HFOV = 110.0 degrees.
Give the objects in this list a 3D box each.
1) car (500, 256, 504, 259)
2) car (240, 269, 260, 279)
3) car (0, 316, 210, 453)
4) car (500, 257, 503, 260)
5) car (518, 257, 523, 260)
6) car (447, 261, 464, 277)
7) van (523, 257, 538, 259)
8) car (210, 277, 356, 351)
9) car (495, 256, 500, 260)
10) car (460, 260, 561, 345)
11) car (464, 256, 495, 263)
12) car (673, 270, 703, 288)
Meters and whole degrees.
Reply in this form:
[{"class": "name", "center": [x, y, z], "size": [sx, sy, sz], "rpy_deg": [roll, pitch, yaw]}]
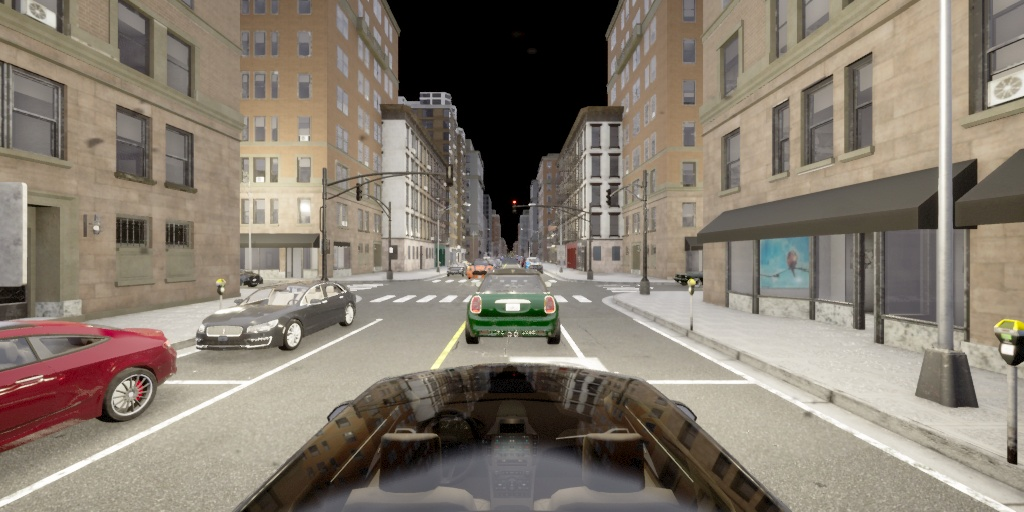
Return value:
[{"class": "car", "center": [-2.810, 1.267, 65.031], "size": [1.812, 1.442, 4.674], "rpy_deg": [0, 0, 1]}, {"class": "car", "center": [-17.145, 1.223, 21.094], "size": [4.181, 1.385, 1.994], "rpy_deg": [0, 0, 0]}, {"class": "car", "center": [-5.389, 1.332, 3.179], "size": [1.802, 1.307, 4.207], "rpy_deg": [0, 0, 0]}, {"class": "car", "center": [-2.830, 1.249, 54.545], "size": [1.837, 1.490, 4.892], "rpy_deg": [0, 0, 0]}, {"class": "car", "center": [2.639, 1.056, 62.769], "size": [2.192, 1.841, 5.009], "rpy_deg": [0, 0, 0]}, {"class": "car", "center": [-5.394, 1.296, 35.736], "size": [2.007, 1.370, 4.403], "rpy_deg": [0, 0, 0]}, {"class": "van", "center": [2.636, 1.085, 46.550], "size": [1.690, 1.789, 3.998], "rpy_deg": [0, 0, 0]}, {"class": "car", "center": [-5.389, 1.300, 8.860], "size": [2.007, 1.370, 4.403], "rpy_deg": [0, 0, 0]}, {"class": "car", "center": [-2.842, 1.096, 43.374], "size": [2.097, 1.767, 4.553], "rpy_deg": [0, 0, 0]}, {"class": "car", "center": [0.040, 1.102, 9.703], "size": [2.097, 1.767, 4.553], "rpy_deg": [0, 0, 1]}, {"class": "car", "center": [-2.696, 1.098, 30.892], "size": [2.097, 1.767, 4.553], "rpy_deg": [0, 0, -3]}, {"class": "car", "center": [13.495, 1.431, 24.097], "size": [4.718, 1.301, 1.895], "rpy_deg": [0, 0, 0]}]
